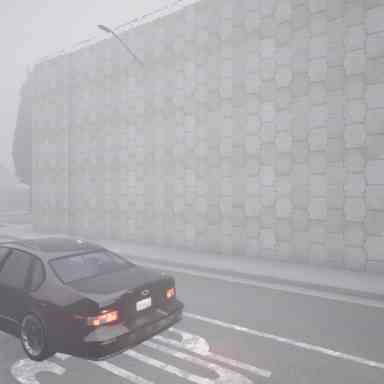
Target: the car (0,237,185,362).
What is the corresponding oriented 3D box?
[{"bbox_3d":[-2.693,1.547,5.902,5.357,1.411,2.033,0,0,35],"label":"car"}]
